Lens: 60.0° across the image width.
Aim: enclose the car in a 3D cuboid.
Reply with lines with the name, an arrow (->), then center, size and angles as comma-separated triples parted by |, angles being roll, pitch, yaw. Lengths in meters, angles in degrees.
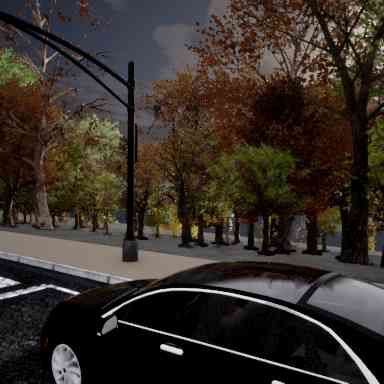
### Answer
car -> 0.376, 1.505, 3.406 | 4.892, 1.490, 1.837 | 0, 0, 36
